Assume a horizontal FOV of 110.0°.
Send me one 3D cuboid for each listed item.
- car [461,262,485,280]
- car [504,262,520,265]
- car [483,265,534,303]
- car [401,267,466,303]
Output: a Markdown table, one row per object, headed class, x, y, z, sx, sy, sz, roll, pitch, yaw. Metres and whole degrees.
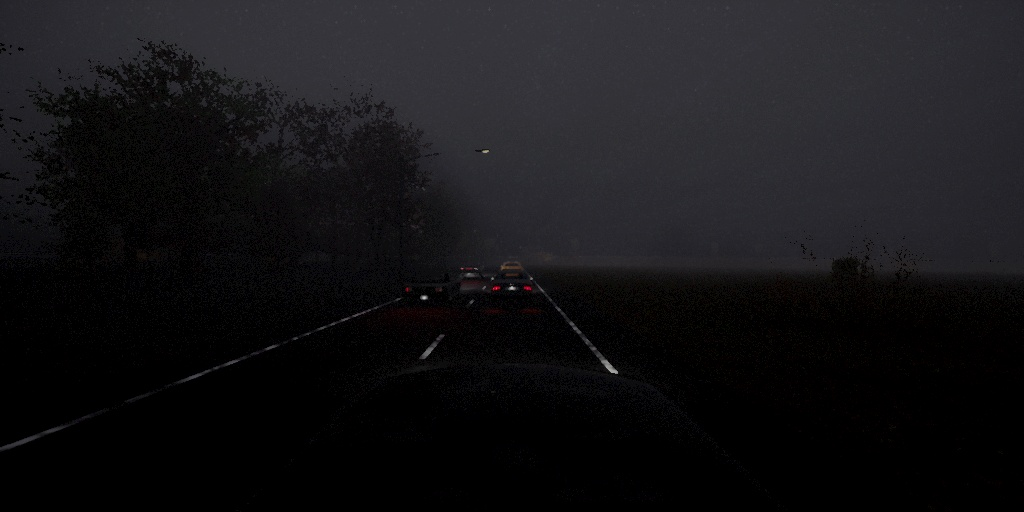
| class | x | y | z | sx | sy | sz | roll | pitch | yaw |
| --- | --- | --- | --- | --- | --- | --- | --- | --- | --- |
| car | -3.500 | 1.251 | 31.501 | 2.128 | 1.511 | 4.902 | 0 | 0 | 0 |
| car | 0.000 | 1.240 | 31.501 | 1.882 | 1.535 | 5.008 | 0 | 0 | 0 |
| car | 0.000 | 1.315 | 16.501 | 2.033 | 1.411 | 5.357 | 0 | 0 | 0 |
| car | -3.500 | 1.368 | 16.531 | 1.895 | 1.301 | 4.718 | 0 | 0 | 0 |
